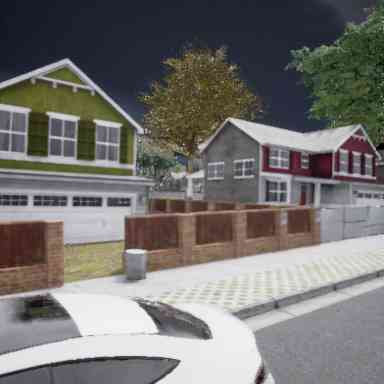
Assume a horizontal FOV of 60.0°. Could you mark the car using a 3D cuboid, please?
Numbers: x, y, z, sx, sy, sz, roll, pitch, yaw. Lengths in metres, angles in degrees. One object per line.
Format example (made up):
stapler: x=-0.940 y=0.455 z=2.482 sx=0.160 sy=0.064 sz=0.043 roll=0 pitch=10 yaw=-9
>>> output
car: x=-1.464 y=1.526 z=2.026 sx=4.674 sy=1.442 sz=1.812 roll=0 pitch=0 yaw=-35
